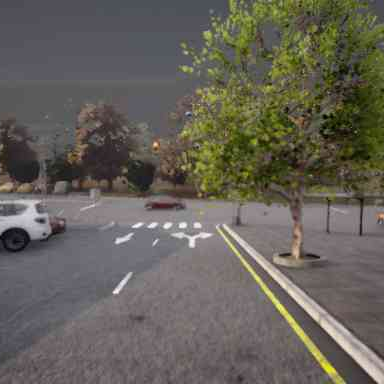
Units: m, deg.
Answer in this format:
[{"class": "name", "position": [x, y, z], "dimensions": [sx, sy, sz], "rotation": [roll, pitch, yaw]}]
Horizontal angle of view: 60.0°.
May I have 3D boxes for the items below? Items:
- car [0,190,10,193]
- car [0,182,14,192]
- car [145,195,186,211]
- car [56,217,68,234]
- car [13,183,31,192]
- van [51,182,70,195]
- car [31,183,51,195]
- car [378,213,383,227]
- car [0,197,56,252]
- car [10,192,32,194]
[{"class": "car", "position": [-20.796, 1.115, 34.078], "dimensions": [1.946, 1.575, 5.366], "rotation": [0, 6, -14]}, {"class": "car", "position": [-29.126, -0.718, 53.012], "dimensions": [1.946, 1.575, 5.366], "rotation": [1, 4, -13]}, {"class": "car", "position": [-2.904, 1.130, 37.136], "dimensions": [4.553, 1.767, 2.097], "rotation": [0, 4, 4]}, {"class": "car", "position": [-8.716, 1.697, 16.651], "dimensions": [4.674, 1.452, 2.002], "rotation": [-1, 0, -19]}, {"class": "car", "position": [-26.276, -0.629, 53.025], "dimensions": [1.946, 1.575, 5.366], "rotation": [1, 4, -13]}, {"class": "van", "position": [-20.313, -0.597, 52.079], "dimensions": [1.878, 1.987, 4.442], "rotation": [1, 4, -14]}, {"class": "car", "position": [-23.283, -0.618, 52.475], "dimensions": [2.185, 1.767, 4.553], "rotation": [1, 4, -13]}, {"class": "car", "position": [19.970, 2.647, 31.190], "dimensions": [2.185, 1.767, 4.553], "rotation": [0, 6, -19]}, {"class": "car", "position": [-8.773, 1.376, 13.621], "dimensions": [5.566, 2.045, 2.435], "rotation": [-1, 0, -19]}, {"class": "car", "position": [-17.809, 1.299, 33.433], "dimensions": [2.163, 1.488, 4.792], "rotation": [0, 6, -15]}]
